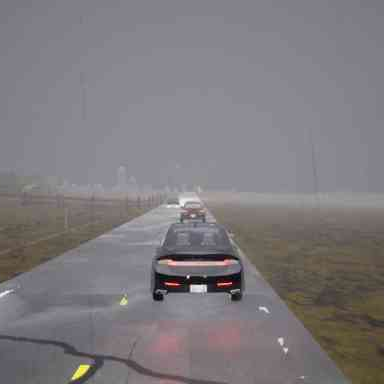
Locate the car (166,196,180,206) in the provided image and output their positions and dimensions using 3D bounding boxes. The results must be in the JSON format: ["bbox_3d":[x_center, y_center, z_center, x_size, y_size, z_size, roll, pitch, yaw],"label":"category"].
[{"bbox_3d":[-2.835,1.306,51.050,2.033,1.411,5.357,0,1,0],"label":"car"}]

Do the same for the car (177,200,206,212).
[{"bbox_3d":[0.068,1.464,25.274,1.812,1.442,4.674,0,0,0],"label":"car"}]

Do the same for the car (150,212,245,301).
[{"bbox_3d":[0.094,1.485,8.287,2.128,1.511,4.902,0,0,0],"label":"car"}]
